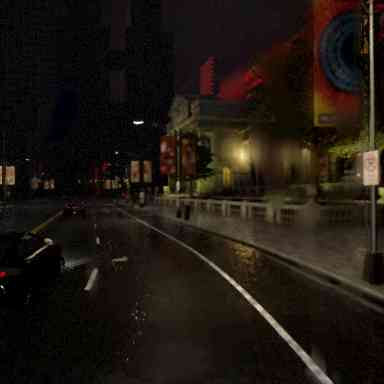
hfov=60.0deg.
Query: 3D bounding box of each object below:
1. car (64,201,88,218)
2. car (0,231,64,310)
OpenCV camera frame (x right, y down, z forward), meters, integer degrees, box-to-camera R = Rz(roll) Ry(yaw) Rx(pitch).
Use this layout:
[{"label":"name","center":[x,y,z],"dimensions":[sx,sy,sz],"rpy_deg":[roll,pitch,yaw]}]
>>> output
[{"label":"car","center":[-11.003,1.605,31.485],"dimensions":[2.128,1.511,4.902],"rpy_deg":[0,0,-17]},{"label":"car","center":[-4.358,1.603,7.733],"dimensions":[1.994,1.385,4.181],"rpy_deg":[0,0,-9]}]
